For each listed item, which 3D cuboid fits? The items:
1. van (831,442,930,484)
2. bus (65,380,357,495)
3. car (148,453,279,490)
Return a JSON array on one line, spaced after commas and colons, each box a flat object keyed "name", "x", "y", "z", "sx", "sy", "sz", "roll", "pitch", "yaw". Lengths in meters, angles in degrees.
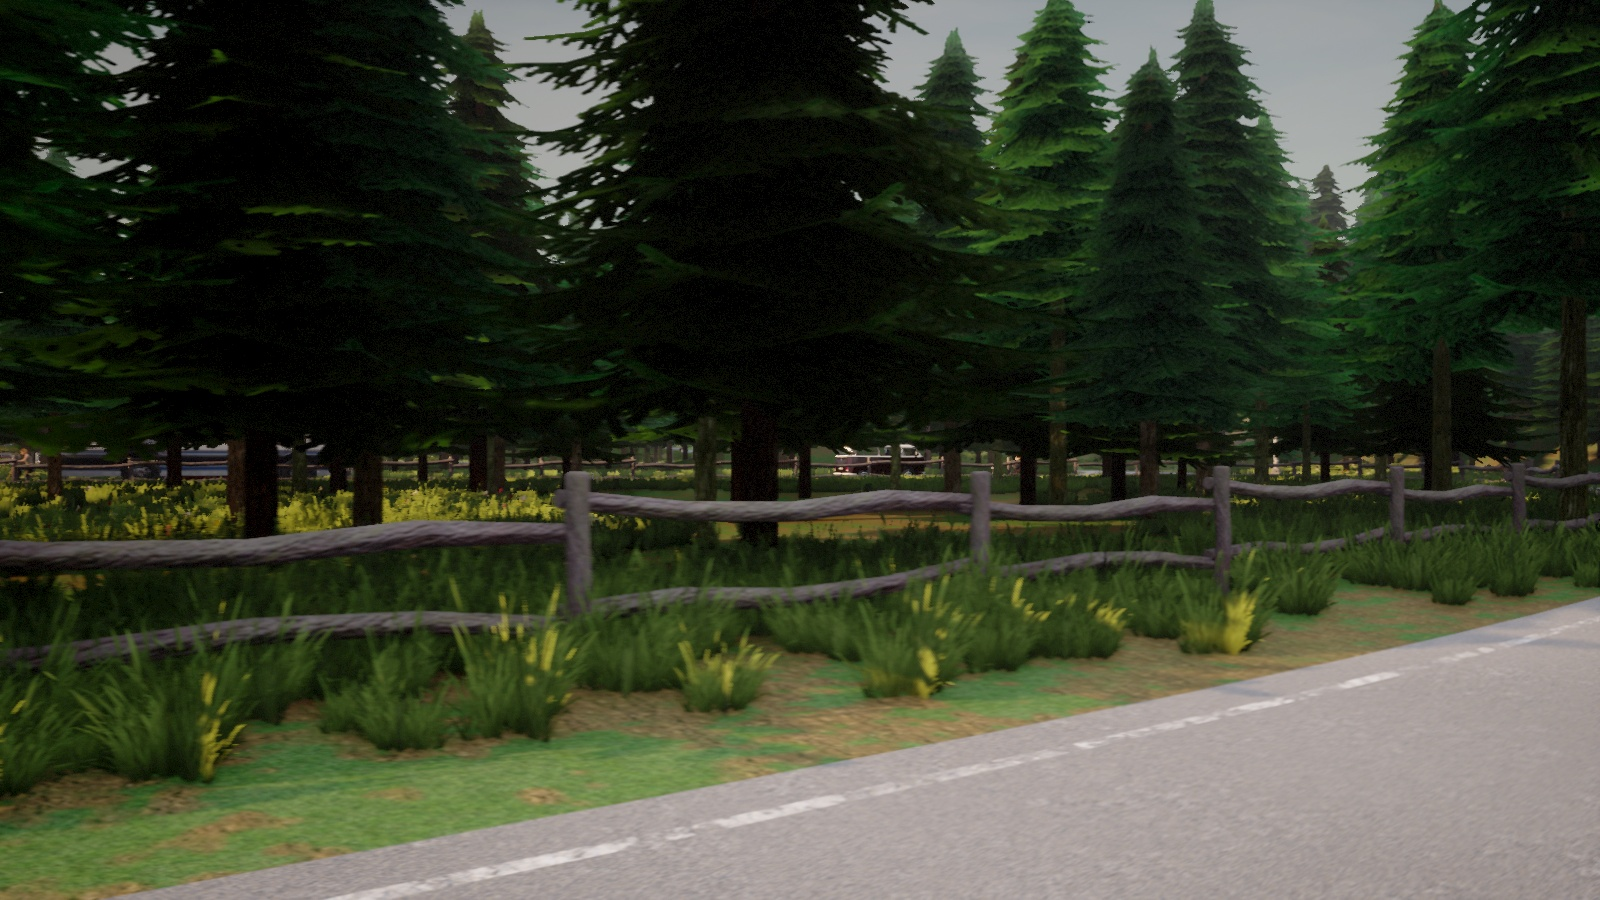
[{"name": "van", "x": 3.994, "y": 0.612, "z": 62.536, "sx": 4.480, "sy": 2.038, "sz": 2.069, "roll": 0, "pitch": 0, "yaw": -24}, {"name": "bus", "x": -23.410, "y": -0.464, "z": 50.576, "sx": 10.273, "sy": 4.253, "sz": 3.944, "roll": 0, "pitch": 0, "yaw": -23}, {"name": "car", "x": -25.000, "y": 0.903, "z": 53.733, "sx": 5.008, "sy": 1.535, "sz": 1.882, "roll": 0, "pitch": 0, "yaw": -23}]
